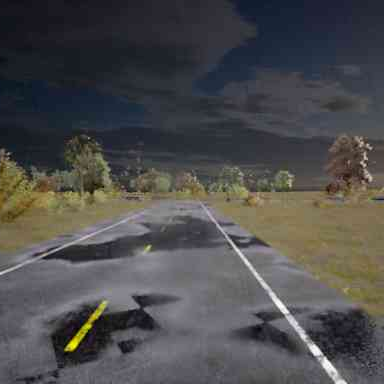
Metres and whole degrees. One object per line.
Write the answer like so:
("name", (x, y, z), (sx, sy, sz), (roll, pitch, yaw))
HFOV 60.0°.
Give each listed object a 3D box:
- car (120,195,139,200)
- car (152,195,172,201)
("car", (-16.894, 1.450, 90.190), (4.902, 1.511, 2.128), (0, 0, -2))
("car", (-7.562, 1.459, 83.458), (5.008, 1.535, 1.882), (0, 0, -1))
